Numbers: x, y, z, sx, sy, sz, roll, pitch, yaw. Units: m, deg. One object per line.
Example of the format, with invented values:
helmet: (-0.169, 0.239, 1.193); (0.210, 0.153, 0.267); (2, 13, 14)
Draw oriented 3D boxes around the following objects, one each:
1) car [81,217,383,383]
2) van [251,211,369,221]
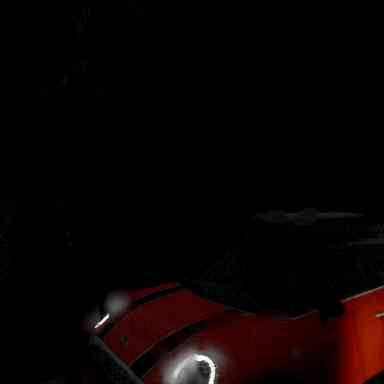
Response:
car: (1.066, 1.386, 4.136); (4.553, 1.767, 2.097); (1, 0, -35)
van: (3.111, 1.421, 8.753); (3.998, 1.788, 1.690); (1, -1, -35)
